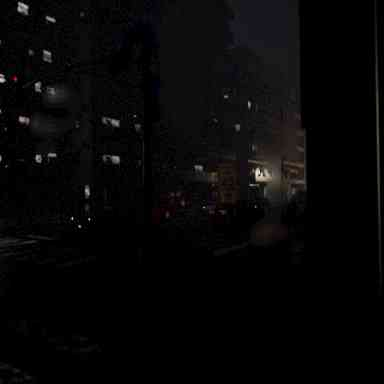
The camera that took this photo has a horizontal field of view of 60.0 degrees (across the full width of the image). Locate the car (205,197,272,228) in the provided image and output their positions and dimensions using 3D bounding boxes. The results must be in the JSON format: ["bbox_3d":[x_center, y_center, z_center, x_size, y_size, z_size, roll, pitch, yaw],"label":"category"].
[{"bbox_3d":[2.857,1.190,19.821,1.967,1.590,4.097,-1,0,36],"label":"car"}]

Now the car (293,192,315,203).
[{"bbox_3d":[19.222,0.911,56.918,2.192,1.841,5.009,-1,0,36],"label":"car"}]

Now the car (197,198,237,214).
[{"bbox_3d":[2.620,1.364,33.974,2.008,1.369,4.403,-1,0,36],"label":"car"}]

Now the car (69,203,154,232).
[{"bbox_3d":[-4.696,1.494,19.431,1.895,1.301,4.718,-1,0,35],"label":"car"}]

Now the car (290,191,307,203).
[{"bbox_3d":[15.982,0.841,47.882,2.150,2.045,5.566,-1,-1,36],"label":"car"}]

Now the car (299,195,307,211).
[{"bbox_3d":[12.730,1.185,33.650,1.947,1.339,4.313,-1,0,36],"label":"car"}]

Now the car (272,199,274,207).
[{"bbox_3d":[9.263,1.291,43.152,1.947,1.339,4.313,-1,0,36],"label":"car"}]

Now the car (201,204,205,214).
[{"bbox_3d":[2.867,1.392,29.906,1.895,1.301,4.718,-1,0,36],"label":"car"}]

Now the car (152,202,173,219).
[{"bbox_3d":[-3.376,1.438,25.843,1.887,1.381,4.507,-1,0,36],"label":"car"}]
